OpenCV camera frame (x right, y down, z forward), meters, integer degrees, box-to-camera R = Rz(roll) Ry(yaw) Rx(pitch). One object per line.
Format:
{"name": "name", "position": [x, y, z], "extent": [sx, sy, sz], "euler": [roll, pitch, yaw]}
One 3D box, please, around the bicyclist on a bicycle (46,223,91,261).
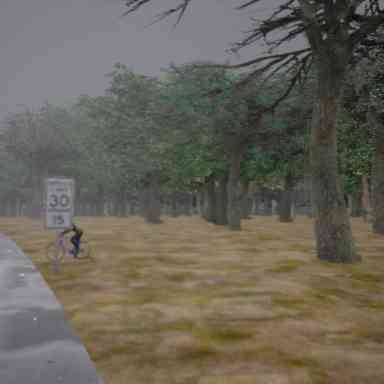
{"name": "bicyclist on a bicycle", "position": [-4.637, 1.775, 12.574], "extent": [1.656, 1.620, 0.582], "euler": [1, -2, -32]}
